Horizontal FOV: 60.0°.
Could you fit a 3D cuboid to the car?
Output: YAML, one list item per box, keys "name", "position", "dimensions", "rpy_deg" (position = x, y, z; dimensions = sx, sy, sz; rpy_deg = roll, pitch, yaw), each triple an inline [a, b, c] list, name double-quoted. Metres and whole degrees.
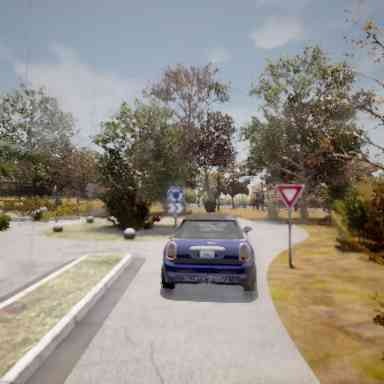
- name: "car"
  position: [0.580, 1.344, 9.144]
  dimensions: [2.097, 1.767, 4.553]
  rpy_deg: [0, 0, 7]
